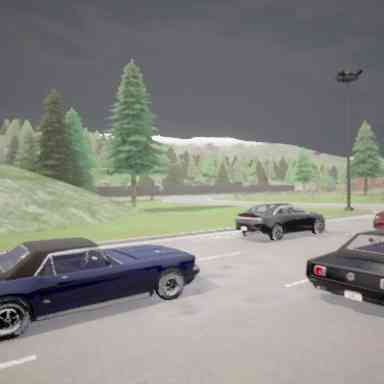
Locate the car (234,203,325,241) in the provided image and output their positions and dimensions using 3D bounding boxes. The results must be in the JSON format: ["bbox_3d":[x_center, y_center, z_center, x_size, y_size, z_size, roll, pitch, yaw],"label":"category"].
[{"bbox_3d":[4.144,1.262,15.301,4.902,1.511,2.128,-1,1,-35],"label":"car"}]

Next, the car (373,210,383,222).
[{"bbox_3d":[10.075,1.207,15.232,4.674,1.442,1.812,-1,1,-36],"label":"car"}]

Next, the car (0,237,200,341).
[{"bbox_3d":[-2.180,1.565,6.491,4.718,1.301,1.895,-1,1,-35],"label":"car"}]

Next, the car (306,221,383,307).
[{"bbox_3d":[4.589,1.456,7.019,4.718,1.301,1.895,-1,1,-35],"label":"car"}]
